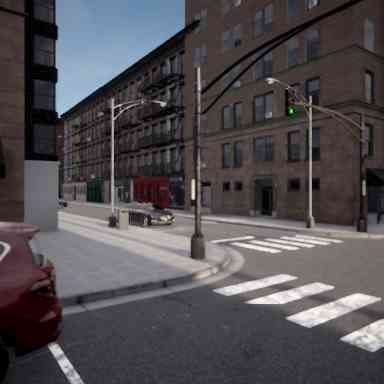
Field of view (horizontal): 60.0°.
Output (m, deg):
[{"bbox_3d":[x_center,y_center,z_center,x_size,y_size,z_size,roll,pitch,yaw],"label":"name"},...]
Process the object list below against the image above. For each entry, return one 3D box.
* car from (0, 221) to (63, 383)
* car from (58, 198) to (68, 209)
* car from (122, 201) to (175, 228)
[{"bbox_3d":[-3.957,1.316,3.365,5.009,1.841,2.192,0,0,-36],"label":"car"},{"bbox_3d":[-16.875,1.402,41.410,1.895,1.301,4.718,0,0,-35],"label":"car"},{"bbox_3d":[-2.987,1.414,21.960,1.837,1.490,4.892,0,0,-36],"label":"car"}]
